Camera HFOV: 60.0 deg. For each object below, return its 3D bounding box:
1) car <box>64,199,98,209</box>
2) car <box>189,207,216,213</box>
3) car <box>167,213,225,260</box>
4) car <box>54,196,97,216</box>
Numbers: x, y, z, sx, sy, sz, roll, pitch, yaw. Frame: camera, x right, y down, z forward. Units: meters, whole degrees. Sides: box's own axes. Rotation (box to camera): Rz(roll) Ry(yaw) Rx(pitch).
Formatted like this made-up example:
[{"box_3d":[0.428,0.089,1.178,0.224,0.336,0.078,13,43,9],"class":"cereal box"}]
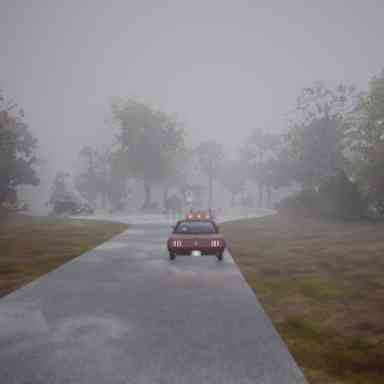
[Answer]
[{"box_3d":[-18.041,1.900,54.251,2.033,1.411,5.357,0,0,29],"class":"car"},{"box_3d":[0.814,1.768,25.410,1.895,1.301,4.718,0,0,8],"class":"car"},{"box_3d":[0.144,1.685,12.831,1.895,1.301,4.718,0,0,0],"class":"car"},{"box_3d":[-12.952,1.459,36.293,5.566,2.045,2.150,-1,-1,40],"class":"car"}]
